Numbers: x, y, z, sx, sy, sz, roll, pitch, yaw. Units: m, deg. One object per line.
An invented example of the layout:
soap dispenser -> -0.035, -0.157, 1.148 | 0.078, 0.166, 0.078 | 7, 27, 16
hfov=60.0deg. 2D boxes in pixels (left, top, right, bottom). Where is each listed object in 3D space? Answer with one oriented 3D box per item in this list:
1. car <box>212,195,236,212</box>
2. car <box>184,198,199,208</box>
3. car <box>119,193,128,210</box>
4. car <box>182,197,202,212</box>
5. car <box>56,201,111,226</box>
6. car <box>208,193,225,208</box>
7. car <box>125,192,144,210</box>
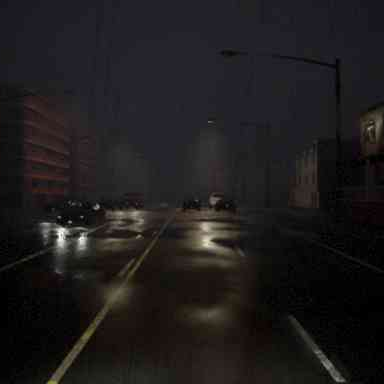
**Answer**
car -> 3.481, 1.330, 34.920 | 1.994, 1.385, 4.181 | 0, 0, 0
car -> -0.009, 1.540, 46.622 | 1.994, 1.385, 4.181 | 0, -1, 0
car -> -7.015, 0.952, 27.841 | 1.895, 1.301, 4.718 | 0, 0, 0
car -> -0.016, 1.258, 34.796 | 2.128, 1.511, 4.902 | 0, 0, 0
car -> -7.108, 1.332, 22.030 | 2.033, 1.411, 5.357 | 0, 1, 0
car -> 3.481, 1.176, 45.721 | 2.150, 2.045, 5.566 | 0, -1, 0
car -> -7.021, 0.948, 39.054 | 2.150, 2.045, 5.566 | 0, -1, 0
